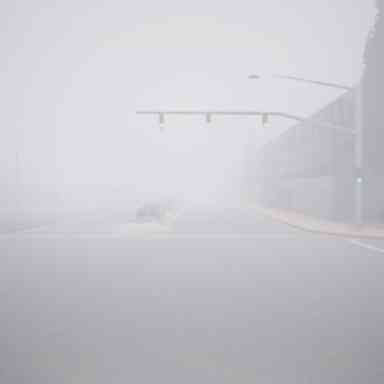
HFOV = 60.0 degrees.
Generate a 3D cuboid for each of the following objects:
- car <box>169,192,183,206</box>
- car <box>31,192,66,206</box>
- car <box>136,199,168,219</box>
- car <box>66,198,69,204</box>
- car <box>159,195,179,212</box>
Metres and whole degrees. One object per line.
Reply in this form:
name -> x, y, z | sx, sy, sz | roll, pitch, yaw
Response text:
car -> -2.531, 1.046, 51.050 | 2.150, 2.045, 5.566 | 0, 2, 2
car -> -20.909, 1.001, 47.969 | 3.866, 1.878, 1.905 | 0, 0, 1
car -> -3.363, 1.511, 27.590 | 1.895, 1.301, 4.718 | 0, 0, 2
car -> -20.869, 1.231, 50.864 | 3.806, 1.475, 1.970 | 0, 0, 1
car -> -3.042, 1.370, 37.453 | 2.128, 1.511, 4.902 | 0, 0, 2
